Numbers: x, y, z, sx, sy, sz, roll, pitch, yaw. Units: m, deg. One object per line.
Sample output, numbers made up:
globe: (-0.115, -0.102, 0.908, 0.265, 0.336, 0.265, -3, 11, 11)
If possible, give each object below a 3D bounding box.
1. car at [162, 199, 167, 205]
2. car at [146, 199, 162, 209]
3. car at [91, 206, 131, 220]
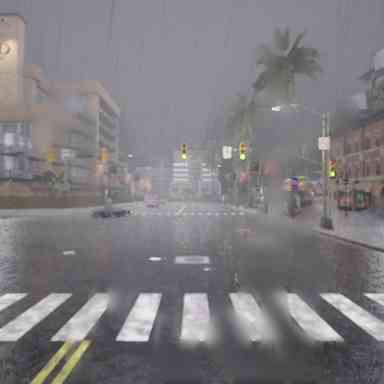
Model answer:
car: (-7.219, 2.572, 83.850, 1.837, 1.490, 4.892, 0, -1, -4)
car: (-7.002, 2.342, 60.063, 1.994, 1.385, 4.181, 0, 0, 0)
car: (-7.844, 2.033, 32.558, 1.895, 1.301, 4.718, 0, -1, 16)
